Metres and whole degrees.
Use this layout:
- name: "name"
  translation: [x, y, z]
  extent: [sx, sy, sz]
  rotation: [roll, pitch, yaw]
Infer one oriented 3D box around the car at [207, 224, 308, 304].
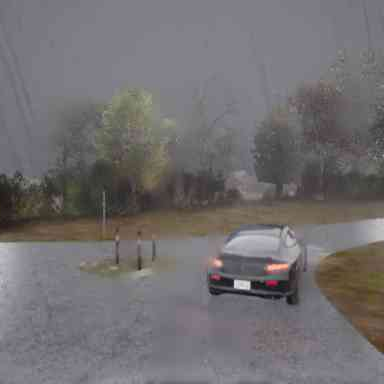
- name: "car"
  translation: [1.759, 1.499, 8.130]
  extent: [1.812, 1.442, 4.674]
  rotation: [0, 0, 22]
